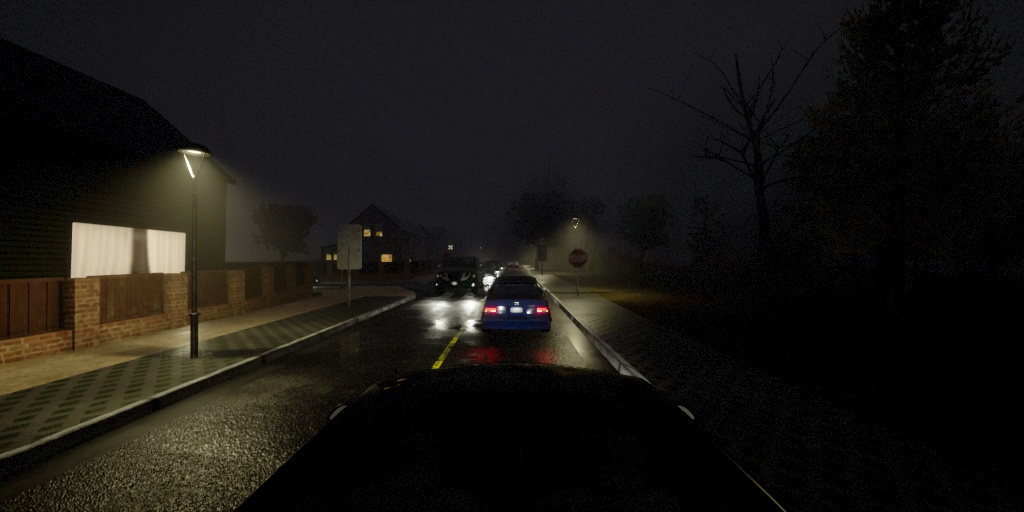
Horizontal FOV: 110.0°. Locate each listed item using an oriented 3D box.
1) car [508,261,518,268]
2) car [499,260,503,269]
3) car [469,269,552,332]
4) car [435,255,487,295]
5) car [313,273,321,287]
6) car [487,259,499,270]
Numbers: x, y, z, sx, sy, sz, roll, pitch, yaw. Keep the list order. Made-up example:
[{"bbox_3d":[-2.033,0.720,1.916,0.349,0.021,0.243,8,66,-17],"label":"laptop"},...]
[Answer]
[{"bbox_3d":[0.208,1.501,64.878,1.895,1.301,4.718,0,0,0],"label":"car"},{"bbox_3d":[-2.753,1.357,52.239,1.837,1.490,4.892,0,0,0],"label":"car"},{"bbox_3d":[0.106,1.305,10.846,2.033,1.411,5.357,0,0,0],"label":"car"},{"bbox_3d":[-2.830,0.989,20.423,2.150,2.045,5.566,0,0,0],"label":"car"},{"bbox_3d":[-14.774,1.297,22.946,4.674,1.442,1.812,0,-2,2],"label":"car"},{"bbox_3d":[-2.796,1.300,38.487,2.128,1.511,4.902,0,0,0],"label":"car"}]
